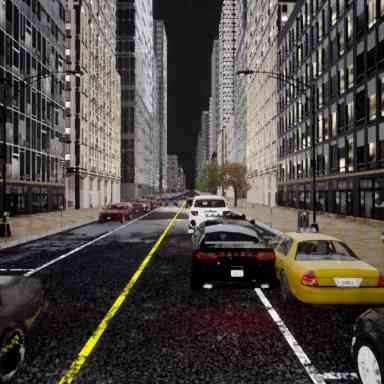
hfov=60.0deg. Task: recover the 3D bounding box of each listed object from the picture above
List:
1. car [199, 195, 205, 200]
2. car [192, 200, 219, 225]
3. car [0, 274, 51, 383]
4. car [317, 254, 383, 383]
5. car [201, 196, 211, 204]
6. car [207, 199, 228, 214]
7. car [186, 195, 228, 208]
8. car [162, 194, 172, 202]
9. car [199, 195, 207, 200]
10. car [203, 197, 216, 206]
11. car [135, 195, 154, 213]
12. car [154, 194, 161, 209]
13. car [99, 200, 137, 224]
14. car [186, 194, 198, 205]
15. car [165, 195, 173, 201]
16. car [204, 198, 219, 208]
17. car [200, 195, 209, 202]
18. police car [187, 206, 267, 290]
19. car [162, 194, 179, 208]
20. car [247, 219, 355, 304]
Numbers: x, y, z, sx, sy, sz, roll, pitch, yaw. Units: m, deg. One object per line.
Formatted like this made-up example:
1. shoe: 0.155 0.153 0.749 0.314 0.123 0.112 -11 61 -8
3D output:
1. car: 2.778 1.430 93.019 1.802 1.307 4.206 1 0 0
2. car: 0.921 1.466 25.136 1.882 1.535 5.008 0 0 0
3. car: -3.000 1.547 2.590 2.033 1.411 5.357 0 0 0
4. car: 2.697 1.551 2.222 2.008 1.369 4.403 0 0 0
5. car: 2.753 1.451 64.817 1.752 1.417 4.829 1 0 0
6. car: 2.727 1.542 36.273 1.947 1.339 4.313 0 0 0
7. car: 0.916 1.218 19.166 2.150 2.045 5.566 0 0 0
8. car: -5.617 1.338 76.021 1.967 1.590 4.097 1 0 0
9. car: 2.773 1.410 87.346 1.887 1.381 4.507 1 0 0
10. car: 2.743 1.532 53.297 1.802 1.307 4.206 1 0 0
11. car: -5.652 1.416 36.293 1.967 1.590 4.097 0 0 0
12. car: -5.646 1.284 41.968 2.192 1.841 5.009 0 0 0
13. car: -5.663 1.533 24.940 1.887 1.381 4.507 0 0 0
14. car: 0.051 1.289 59.590 2.097 1.767 4.553 0 0 0
15. car: -5.613 1.407 81.528 1.752 1.417 4.829 1 0 0
16. car: 2.737 1.542 47.622 1.802 1.307 4.206 1 0 0
17. car: 2.763 1.463 75.996 1.947 1.339 4.313 1 0 0
18. police car: 0.907 1.424 9.246 1.930 1.638 5.238 0 0 0
19. car: -2.958 1.484 48.649 1.812 1.442 4.674 0 0 0
20. car: 2.702 1.524 8.069 1.752 1.417 4.829 0 0 0
